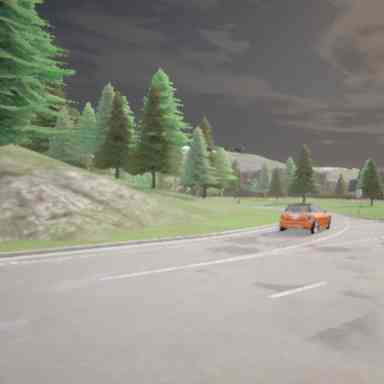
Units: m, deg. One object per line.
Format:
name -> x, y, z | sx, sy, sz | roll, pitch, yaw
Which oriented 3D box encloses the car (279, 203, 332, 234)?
car -> 7.077, 1.484, 20.511 | 2.097, 1.767, 4.553 | 0, 0, 36
